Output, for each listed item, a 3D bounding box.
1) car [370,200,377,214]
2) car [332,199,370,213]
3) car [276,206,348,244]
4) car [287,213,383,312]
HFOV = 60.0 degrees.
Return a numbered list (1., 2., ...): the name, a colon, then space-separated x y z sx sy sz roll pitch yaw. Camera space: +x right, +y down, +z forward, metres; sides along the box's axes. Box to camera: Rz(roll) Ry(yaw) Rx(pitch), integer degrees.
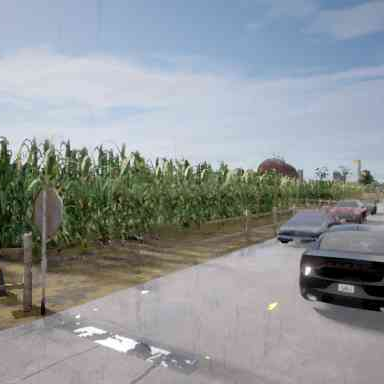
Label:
1. car: 17.592 1.513 33.780 2.128 1.511 4.902 0 0 34
2. car: 11.522 1.369 24.532 2.097 1.767 4.553 0 0 33
3. car: 5.618 1.562 15.474 2.033 1.411 5.357 0 0 33
4. car: 3.962 1.480 7.710 1.882 1.535 5.008 0 0 33
